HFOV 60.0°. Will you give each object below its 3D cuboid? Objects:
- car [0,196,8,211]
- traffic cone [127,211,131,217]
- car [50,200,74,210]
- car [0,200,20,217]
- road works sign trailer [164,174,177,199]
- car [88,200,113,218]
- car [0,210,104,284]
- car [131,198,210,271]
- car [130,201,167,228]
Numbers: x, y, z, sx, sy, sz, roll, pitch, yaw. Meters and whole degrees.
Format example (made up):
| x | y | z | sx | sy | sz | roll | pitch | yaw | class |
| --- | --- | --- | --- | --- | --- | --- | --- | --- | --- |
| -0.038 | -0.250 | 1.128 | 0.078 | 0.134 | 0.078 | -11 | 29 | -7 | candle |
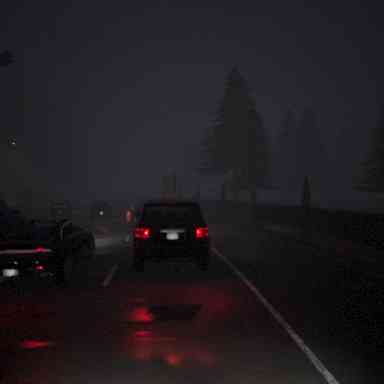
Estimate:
| x | y | z | sx | sy | sz | roll | pitch | yaw | class |
| --- | --- | --- | --- | --- | --- | --- | --- | --- | --- |
| -24.053 | 1.401 | 41.094 | 2.097 | 1.767 | 4.553 | 0 | 0 | -27 | car |
| -4.717 | 1.924 | 24.706 | 0.340 | 0.340 | 0.580 | -22 | 30 | -13 | traffic cone |
| -12.470 | 1.514 | 31.831 | 2.128 | 1.511 | 4.902 | 0 | 0 | -18 | car |
| -7.849 | 1.238 | 12.068 | 2.150 | 2.045 | 5.566 | 0 | 0 | -7 | car |
| -1.569 | 0.430 | 26.318 | 2.880 | 3.560 | 2.380 | 1 | 1 | -24 | road works sign trailer |
| -8.309 | 1.517 | 30.277 | 1.837 | 1.490 | 4.892 | 0 | 0 | -17 | car |
| -4.082 | 1.499 | 9.488 | 2.128 | 1.511 | 4.902 | 0 | 0 | -6 | car |
| -0.754 | 1.221 | 11.160 | 2.150 | 2.045 | 5.566 | 0 | 0 | -6 | car |
| -3.191 | 1.484 | 23.487 | 1.882 | 1.535 | 5.008 | 0 | 1 | -16 | car |
